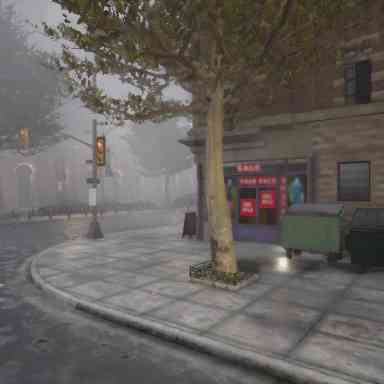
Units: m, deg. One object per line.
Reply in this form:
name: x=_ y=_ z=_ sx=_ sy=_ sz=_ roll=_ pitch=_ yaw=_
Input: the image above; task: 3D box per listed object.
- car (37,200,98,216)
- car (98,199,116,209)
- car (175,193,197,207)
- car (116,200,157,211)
car: x=-12.499 y=1.547 z=33.152 sx=2.033 sy=1.411 sz=5.357 roll=0 pitch=0 yaw=36
car: x=-11.998 y=1.595 z=45.119 sx=1.895 sy=1.301 sz=4.718 roll=0 pitch=0 yaw=36
car: x=-0.258 y=1.221 z=49.902 sx=2.150 sy=2.045 sz=5.566 roll=0 pitch=0 yaw=36
car: x=-6.600 y=1.601 z=41.234 sx=1.895 sy=1.301 sz=4.718 roll=0 pitch=0 yaw=36
